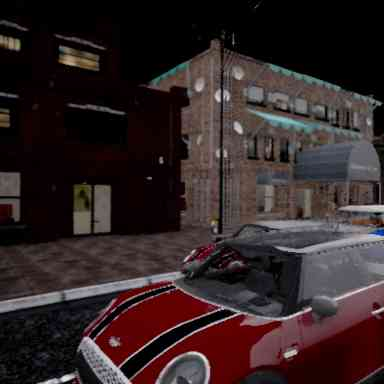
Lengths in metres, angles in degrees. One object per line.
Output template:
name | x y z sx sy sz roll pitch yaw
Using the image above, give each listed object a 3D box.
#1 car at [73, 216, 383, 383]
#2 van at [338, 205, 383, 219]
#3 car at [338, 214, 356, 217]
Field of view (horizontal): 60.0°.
car | 0.994 1.348 4.087 4.553 1.767 2.097 0 0 -35
van | 6.241 1.326 10.997 3.998 1.788 1.690 0 1 -35
car | 1.728 1.432 7.780 4.097 1.590 1.967 0 1 -35
